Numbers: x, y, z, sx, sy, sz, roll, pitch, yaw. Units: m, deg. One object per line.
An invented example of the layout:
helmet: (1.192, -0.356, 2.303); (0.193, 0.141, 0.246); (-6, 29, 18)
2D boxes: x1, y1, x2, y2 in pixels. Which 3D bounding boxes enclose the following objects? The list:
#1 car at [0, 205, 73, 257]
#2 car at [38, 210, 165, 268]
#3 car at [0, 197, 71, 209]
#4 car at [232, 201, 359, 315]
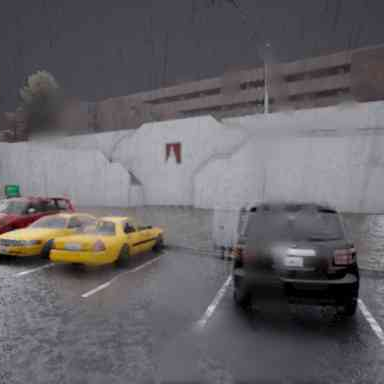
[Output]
car: (-5.058, 1.502, 12.877); (1.946, 1.575, 5.366); (0, -1, 16)
car: (-2.523, 1.499, 11.495); (1.946, 1.575, 5.366); (0, -1, 16)
car: (-7.455, 1.269, 14.774); (2.435, 2.045, 5.566); (0, -1, 15)
car: (2.318, 1.237, 7.863); (2.435, 2.045, 5.566); (0, -1, 16)
